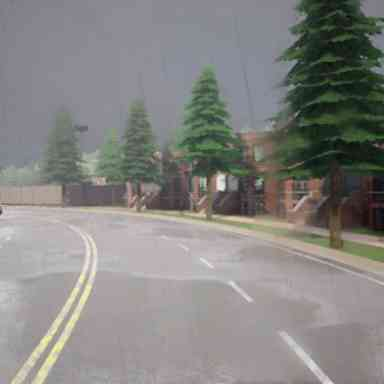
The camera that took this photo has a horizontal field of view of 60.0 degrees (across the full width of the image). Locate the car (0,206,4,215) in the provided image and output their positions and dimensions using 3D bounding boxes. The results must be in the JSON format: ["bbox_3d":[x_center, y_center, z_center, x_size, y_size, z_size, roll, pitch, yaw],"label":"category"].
[{"bbox_3d":[-20.762,1.610,33.432,4.674,1.442,1.812,0,0,37],"label":"car"}]
